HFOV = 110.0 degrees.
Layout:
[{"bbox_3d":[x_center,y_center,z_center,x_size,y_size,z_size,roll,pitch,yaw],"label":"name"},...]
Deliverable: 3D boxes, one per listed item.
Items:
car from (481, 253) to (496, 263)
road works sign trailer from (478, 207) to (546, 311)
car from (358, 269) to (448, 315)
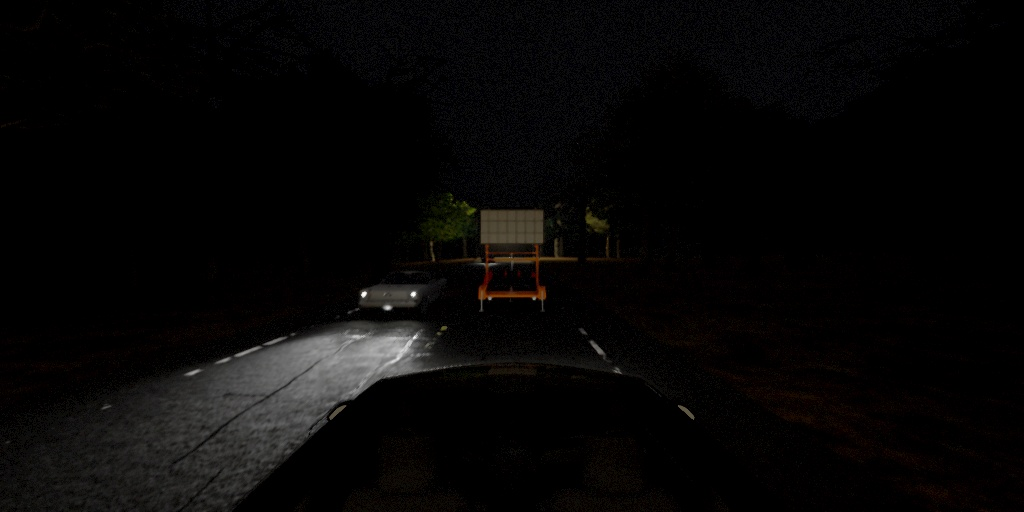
[{"bbox_3d":[-3.550,0.300,54.077,1.812,1.442,4.674,0,1,0],"label":"car"},{"bbox_3d":[0.003,0.005,13.169,2.380,3.560,2.880,0,0,0],"label":"road works sign trailer"},{"bbox_3d":[-3.595,1.152,12.603,1.895,1.301,4.718,0,1,0],"label":"car"}]
